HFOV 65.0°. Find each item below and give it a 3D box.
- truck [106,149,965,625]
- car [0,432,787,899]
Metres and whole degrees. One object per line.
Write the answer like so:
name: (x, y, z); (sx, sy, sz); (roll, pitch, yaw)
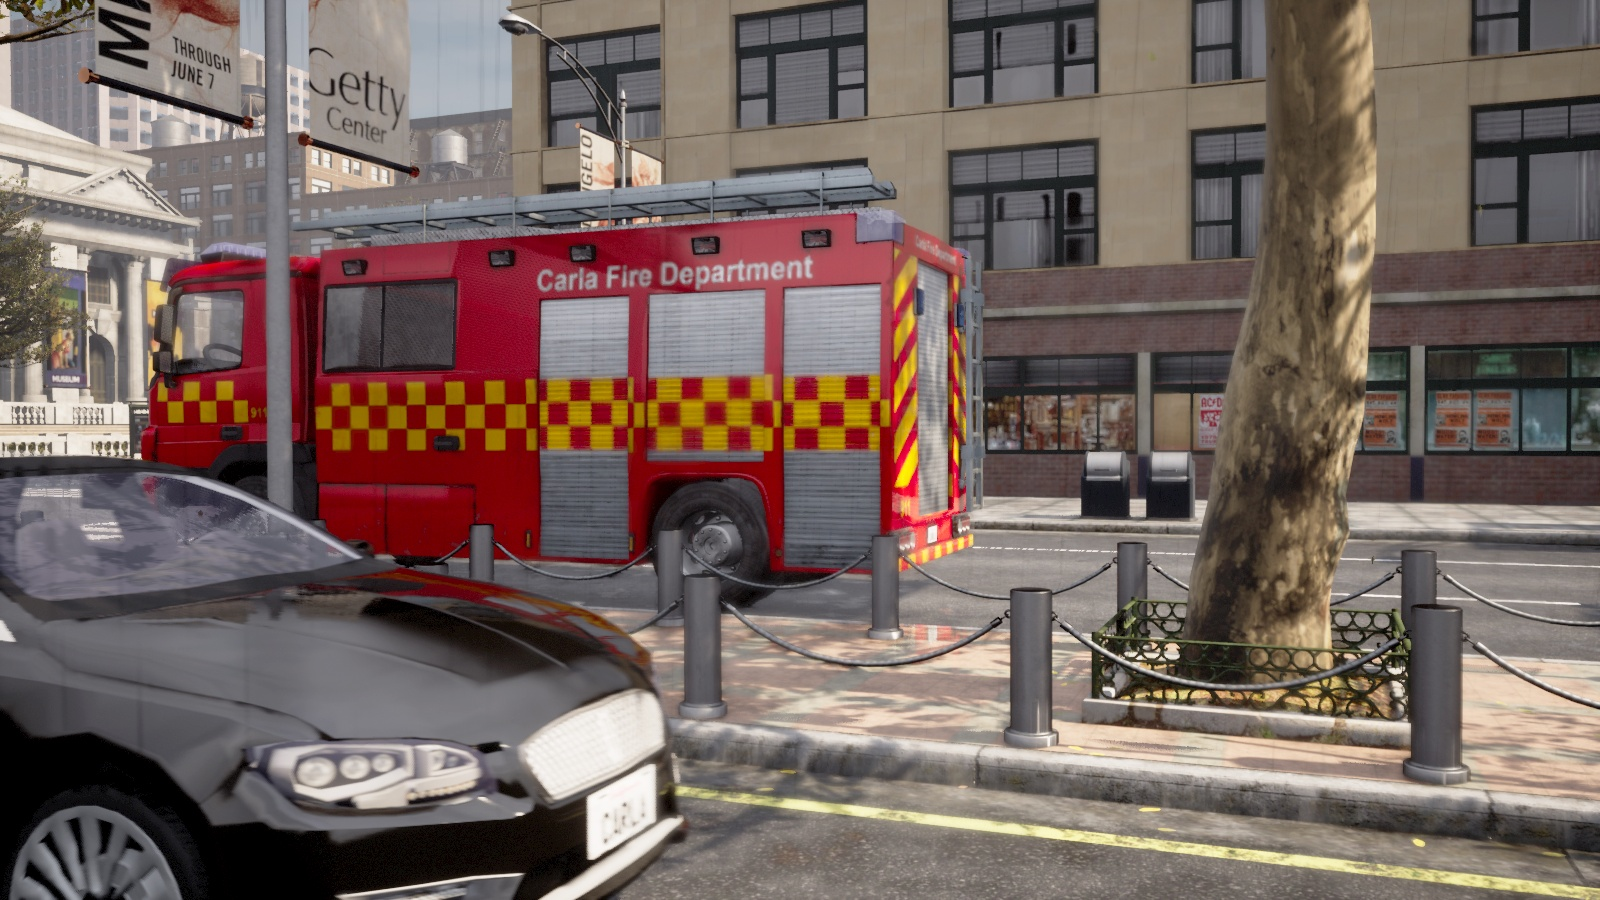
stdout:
truck: (-2.802, -0.558, 12.987); (8.468, 3.827, 2.891); (1, 1, 21)
car: (-2.719, 0.701, 4.435); (4.902, 1.511, 2.128); (1, 1, 21)
